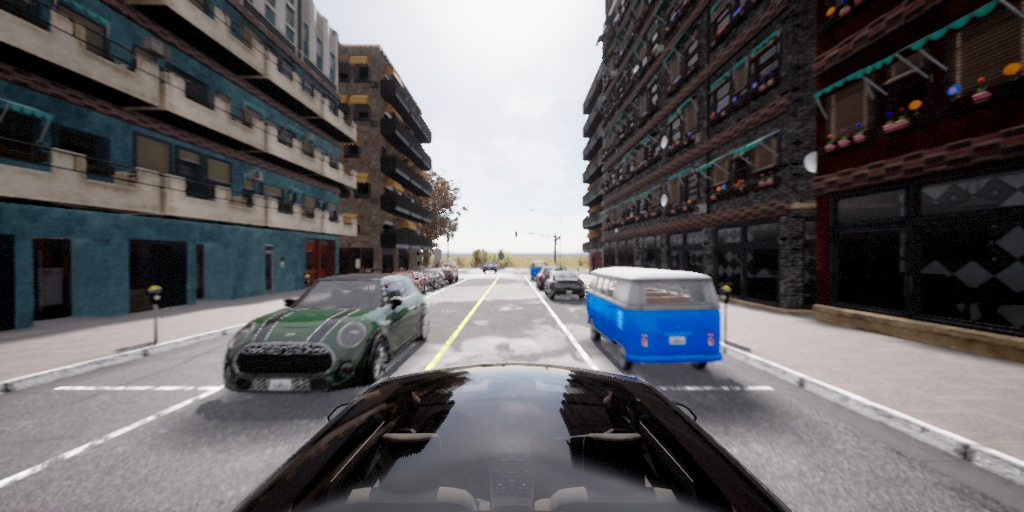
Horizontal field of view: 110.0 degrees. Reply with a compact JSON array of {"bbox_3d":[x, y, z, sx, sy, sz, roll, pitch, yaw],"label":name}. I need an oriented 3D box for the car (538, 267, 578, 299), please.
[{"bbox_3d":[2.686,1.464,18.978,2.007,1.370,4.403,0,0,0],"label":"car"}]

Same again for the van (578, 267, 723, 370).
[{"bbox_3d":[2.689,1.148,7.647,1.690,1.789,3.998,0,0,0],"label":"van"}]

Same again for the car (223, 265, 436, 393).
[{"bbox_3d":[-3.102,1.153,7.052,2.097,1.767,4.553,0,-1,0],"label":"car"}]

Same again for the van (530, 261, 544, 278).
[{"bbox_3d":[2.683,1.407,35.971,1.690,1.789,3.998,0,0,0],"label":"van"}]

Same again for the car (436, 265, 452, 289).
[{"bbox_3d":[-5.696,1.515,24.592,2.007,1.370,4.403,0,0,0],"label":"car"}]

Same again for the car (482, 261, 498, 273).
[{"bbox_3d":[-3.009,1.469,49.613,1.882,1.535,5.008,0,0,0],"label":"car"}]

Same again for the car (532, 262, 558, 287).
[{"bbox_3d":[2.685,1.405,24.643,1.967,1.591,4.097,0,0,0],"label":"car"}]

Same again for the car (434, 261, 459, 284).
[{"bbox_3d":[-5.697,1.330,30.257,2.192,1.841,5.009,0,0,0],"label":"car"}]
